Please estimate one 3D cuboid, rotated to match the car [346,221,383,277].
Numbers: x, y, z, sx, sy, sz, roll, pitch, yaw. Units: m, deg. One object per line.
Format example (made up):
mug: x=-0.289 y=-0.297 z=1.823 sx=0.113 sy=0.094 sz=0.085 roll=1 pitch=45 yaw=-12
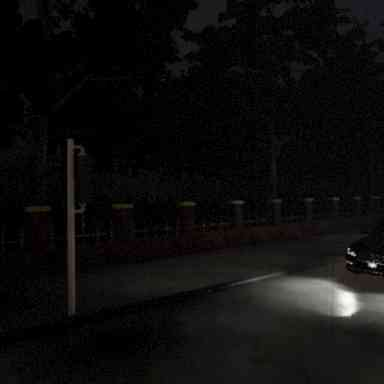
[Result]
car: x=6.217 y=1.478 z=9.375 sx=4.892 sy=1.490 sz=1.837 roll=0 pitch=0 yaw=-37
